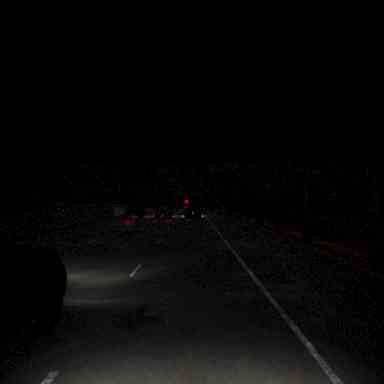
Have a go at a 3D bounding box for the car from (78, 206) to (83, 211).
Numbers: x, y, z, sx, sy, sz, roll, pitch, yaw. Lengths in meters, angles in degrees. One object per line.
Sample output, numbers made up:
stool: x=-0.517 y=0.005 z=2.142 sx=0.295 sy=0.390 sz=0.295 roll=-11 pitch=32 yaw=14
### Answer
car: x=-17.730 y=2.715 z=49.683 sx=1.895 sy=1.301 sz=4.718 roll=0 pitch=-1 yaw=-2

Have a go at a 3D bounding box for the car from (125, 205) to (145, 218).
car: x=-6.900 y=2.404 z=40.623 sx=1.837 sy=1.490 sz=4.892 roll=0 pitch=-1 yaw=0

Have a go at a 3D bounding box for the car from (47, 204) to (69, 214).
car: x=-21.465 y=2.678 z=53.357 sx=1.882 sy=1.535 sz=5.008 roll=0 pitch=-1 yaw=-4

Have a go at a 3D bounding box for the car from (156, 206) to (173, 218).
car: x=-3.404 y=2.439 z=41.230 sx=1.812 sy=1.442 sz=4.674 roll=0 pitch=-1 yaw=0

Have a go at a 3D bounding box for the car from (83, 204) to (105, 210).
car: x=-14.256 y=2.589 z=49.586 sx=1.882 sy=1.535 sz=5.008 roll=0 pitch=-2 yaw=-2

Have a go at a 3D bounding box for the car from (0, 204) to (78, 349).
car: x=-3.399 y=1.257 z=3.837 sx=2.150 sy=2.045 sz=5.566 roll=0 pitch=-1 yaw=0

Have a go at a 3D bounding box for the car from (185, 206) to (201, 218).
car: x=0.096 y=2.479 z=41.303 sx=1.994 sy=1.385 sz=4.181 roll=0 pitch=-1 yaw=0
